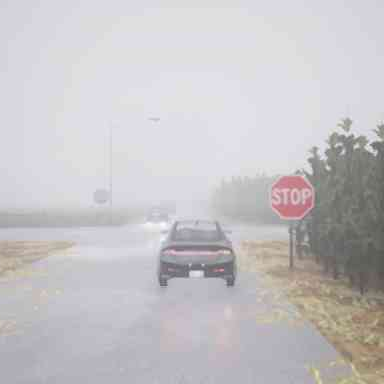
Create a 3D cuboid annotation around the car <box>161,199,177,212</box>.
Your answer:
[{"bbox_3d":[-3.178,1.939,44.202,2.150,2.045,5.566,0,-1,1],"label":"car"}]

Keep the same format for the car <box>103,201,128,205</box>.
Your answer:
[{"bbox_3d":[-16.232,2.631,70.736,5.357,1.411,2.033,0,-1,0],"label":"car"}]

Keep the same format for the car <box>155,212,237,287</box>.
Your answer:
[{"bbox_3d":[0.132,1.533,9.411,2.128,1.511,4.902,0,-1,1],"label":"car"}]

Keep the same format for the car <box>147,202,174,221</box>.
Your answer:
[{"bbox_3d":[-3.188,1.987,32.261,2.128,1.511,4.902,0,-1,0],"label":"car"}]
